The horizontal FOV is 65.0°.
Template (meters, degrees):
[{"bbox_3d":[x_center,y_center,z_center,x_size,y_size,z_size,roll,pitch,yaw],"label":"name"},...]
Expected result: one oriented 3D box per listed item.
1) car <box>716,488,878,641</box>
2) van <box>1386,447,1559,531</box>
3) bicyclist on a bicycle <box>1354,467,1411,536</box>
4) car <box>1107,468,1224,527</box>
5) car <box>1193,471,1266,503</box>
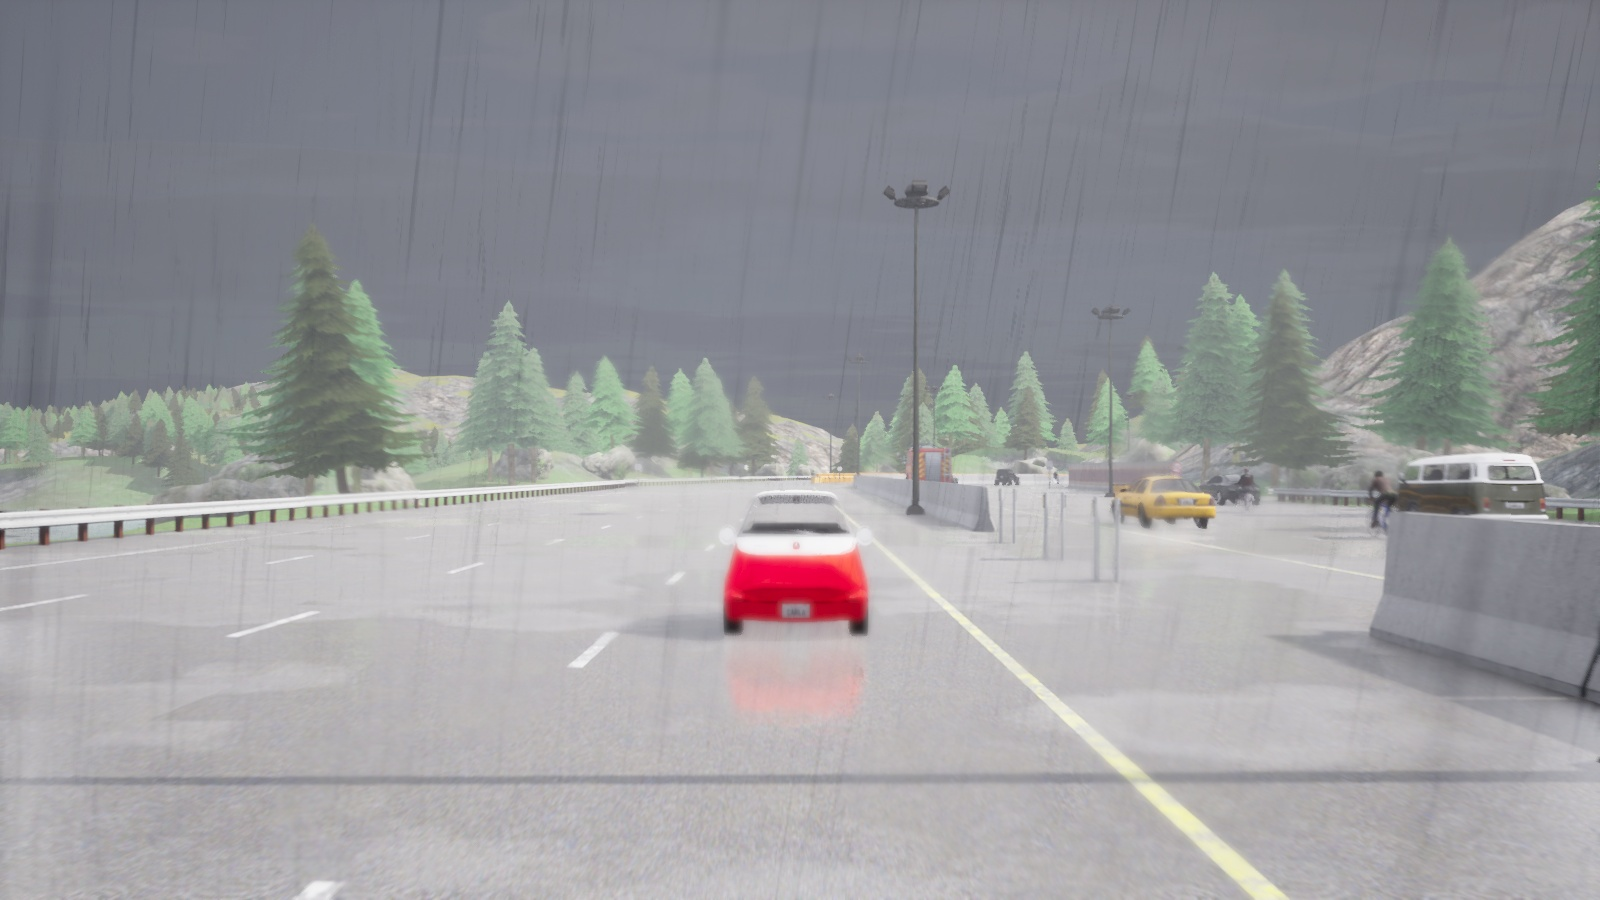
[{"bbox_3d":[-0.029,1.080,12.589,1.481,1.376,2.207,0,-2,0],"label":"car"},{"bbox_3d":[17.422,1.012,32.811,2.069,2.038,4.480,0,-2,0],"label":"van"},{"bbox_3d":[13.929,1.215,30.081,0.582,1.620,1.656,0,-1,0],"label":"bicyclist on a bicycle"},{"bbox_3d":[10.415,1.318,36.206,1.801,1.575,5.366,0,-1,0],"label":"car"},{"bbox_3d":[20.855,1.760,61.167,1.837,1.490,4.892,0,-1,0],"label":"car"}]
